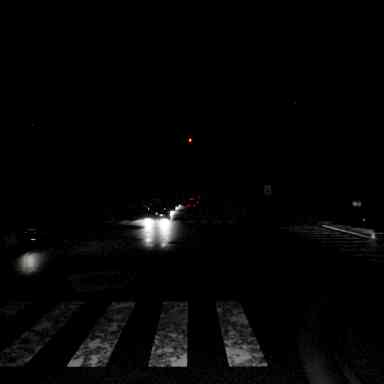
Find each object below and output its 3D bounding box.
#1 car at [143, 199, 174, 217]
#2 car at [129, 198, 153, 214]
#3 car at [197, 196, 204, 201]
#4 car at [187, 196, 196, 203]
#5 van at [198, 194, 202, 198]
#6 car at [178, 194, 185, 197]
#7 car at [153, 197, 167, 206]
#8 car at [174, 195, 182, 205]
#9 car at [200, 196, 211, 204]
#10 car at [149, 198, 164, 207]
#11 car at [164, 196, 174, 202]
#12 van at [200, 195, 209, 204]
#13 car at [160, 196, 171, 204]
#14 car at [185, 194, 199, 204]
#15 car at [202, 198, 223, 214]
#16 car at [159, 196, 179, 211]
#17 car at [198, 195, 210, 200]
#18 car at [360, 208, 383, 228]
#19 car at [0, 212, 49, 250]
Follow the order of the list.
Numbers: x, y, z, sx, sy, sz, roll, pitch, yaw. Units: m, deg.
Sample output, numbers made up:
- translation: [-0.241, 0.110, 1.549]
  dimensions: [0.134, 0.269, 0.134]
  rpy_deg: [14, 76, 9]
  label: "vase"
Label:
- translation: [-3.119, 1.633, 31.989]
  dimensions: [1.895, 1.301, 4.718]
  rpy_deg: [0, 0, 1]
  label: "car"
- translation: [-5.625, 1.478, 36.112]
  dimensions: [1.967, 1.590, 4.097]
  rpy_deg: [0, 0, 0]
  label: "car"
- translation: [2.152, 1.693, 90.056]
  dimensions: [1.812, 1.442, 4.674]
  rpy_deg: [0, 0, 0]
  label: "car"
- translation: [-0.116, 1.675, 74.015]
  dimensions: [1.994, 1.385, 4.181]
  rpy_deg: [0, 0, 0]
  label: "car"
- translation: [2.466, 1.421, 58.130]
  dimensions: [1.690, 1.788, 3.998]
  rpy_deg: [0, 0, 0]
  label: "van"
- translation: [-2.962, 1.581, 62.009]
  dimensions: [2.128, 1.511, 4.902]
  rpy_deg: [0, 0, 1]
  label: "car"
- translation: [-5.559, 1.631, 58.154]
  dimensions: [2.008, 1.369, 4.403]
  rpy_deg: [0, 0, 0]
  label: "car"
- translation: [-3.036, 1.630, 51.929]
  dimensions: [1.994, 1.385, 4.181]
  rpy_deg: [0, 0, 0]
  label: "car"
- translation: [2.433, 1.639, 47.109]
  dimensions: [1.802, 1.307, 4.206]
  rpy_deg: [0, 0, 0]
  label: "car"
- translation: [-5.576, 1.650, 52.643]
  dimensions: [1.802, 1.307, 4.206]
  rpy_deg: [0, 0, 0]
  label: "car"
- translation: [-5.493, 1.690, 80.197]
  dimensions: [2.008, 1.369, 4.403]
  rpy_deg: [0, 0, 0]
  label: "car"
- translation: [2.498, 1.449, 69.152]
  dimensions: [1.690, 1.788, 3.998]
  rpy_deg: [0, 0, 0]
  label: "van"
- translation: [-5.526, 1.548, 69.176]
  dimensions: [1.967, 1.590, 4.097]
  rpy_deg: [0, 0, 0]
  label: "car"
- translation: [-0.051, 1.585, 63.859]
  dimensions: [2.128, 1.511, 4.902]
  rpy_deg: [0, 0, 0]
  label: "car"
- translation: [2.399, 1.604, 36.087]
  dimensions: [1.947, 1.339, 4.313]
  rpy_deg: [0, 0, 0]
  label: "car"
- translation: [-3.066, 1.612, 41.944]
  dimensions: [1.994, 1.385, 4.181]
  rpy_deg: [0, 0, 1]
  label: "car"
- translation: [2.449, 1.634, 52.620]
  dimensions: [1.947, 1.339, 4.313]
  rpy_deg: [0, 0, 0]
  label: "car"
- translation: [13.058, 1.456, 20.587]
  dimensions: [4.892, 1.490, 1.837]
  rpy_deg: [0, 0, 0]
  label: "car"
- translation: [-8.595, 1.502, 13.839]
  dimensions: [5.008, 1.535, 1.882]
  rpy_deg: [0, 0, 0]
  label: "car"
